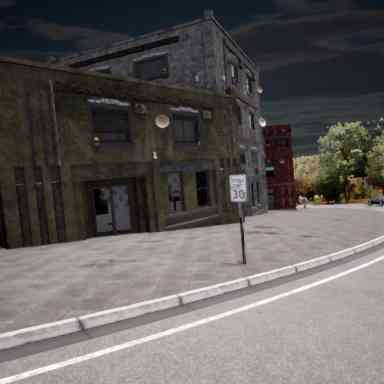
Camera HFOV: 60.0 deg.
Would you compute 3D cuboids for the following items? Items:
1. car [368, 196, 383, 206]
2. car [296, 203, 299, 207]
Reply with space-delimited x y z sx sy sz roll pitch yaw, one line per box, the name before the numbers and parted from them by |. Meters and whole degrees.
car | 28.978 1.393 51.147 2.128 1.511 4.902 -5 -2 -1
car | 23.216 2.879 77.280 1.994 1.385 4.181 -5 -2 -8
